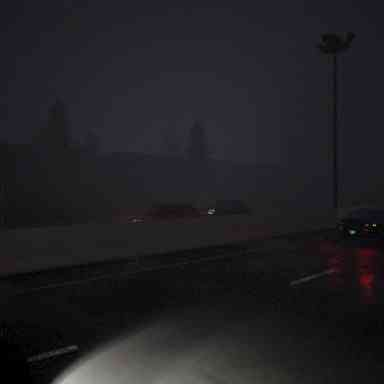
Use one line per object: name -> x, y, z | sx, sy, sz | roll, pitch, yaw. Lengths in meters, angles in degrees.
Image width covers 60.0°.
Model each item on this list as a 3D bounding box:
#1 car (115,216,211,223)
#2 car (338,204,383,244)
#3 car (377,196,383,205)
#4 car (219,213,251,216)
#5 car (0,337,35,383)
car -> -1.569, 1.331, 16.341 | 4.553, 1.767, 2.097 | 0, 0, -40
car -> 8.520, 1.477, 15.488 | 4.674, 1.442, 1.812 | 0, 0, -40
car -> 32.437, 1.370, 54.504 | 5.357, 1.411, 2.033 | 0, 0, -40
car -> 2.215, 1.308, 24.144 | 4.553, 1.767, 2.097 | 0, 0, -41
car -> -3.017, 1.569, 1.744 | 4.181, 1.385, 1.994 | 0, 0, -35
